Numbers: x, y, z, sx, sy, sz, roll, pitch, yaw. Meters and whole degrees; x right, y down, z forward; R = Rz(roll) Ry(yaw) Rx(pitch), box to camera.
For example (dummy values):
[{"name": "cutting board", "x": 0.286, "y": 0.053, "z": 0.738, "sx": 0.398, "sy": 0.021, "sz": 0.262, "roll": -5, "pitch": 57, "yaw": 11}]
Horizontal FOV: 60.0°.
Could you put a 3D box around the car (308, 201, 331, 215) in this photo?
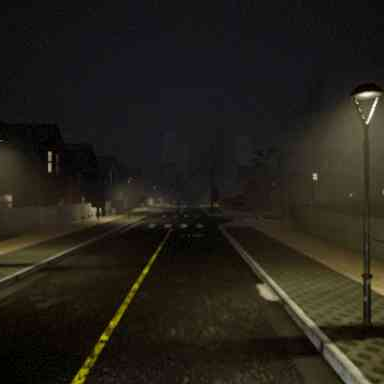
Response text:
[{"name": "car", "x": 11.483, "y": 1.523, "z": 29.004, "sx": 4.902, "sy": 1.511, "sz": 2.128, "roll": -2, "pitch": -1, "yaw": 1}]

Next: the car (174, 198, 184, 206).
[{"name": "car", "x": -2.800, "y": 2.101, "z": 71.563, "sx": 2.097, "sy": 1.767, "sz": 4.553, "roll": 0, "pitch": -1, "yaw": 0}]
